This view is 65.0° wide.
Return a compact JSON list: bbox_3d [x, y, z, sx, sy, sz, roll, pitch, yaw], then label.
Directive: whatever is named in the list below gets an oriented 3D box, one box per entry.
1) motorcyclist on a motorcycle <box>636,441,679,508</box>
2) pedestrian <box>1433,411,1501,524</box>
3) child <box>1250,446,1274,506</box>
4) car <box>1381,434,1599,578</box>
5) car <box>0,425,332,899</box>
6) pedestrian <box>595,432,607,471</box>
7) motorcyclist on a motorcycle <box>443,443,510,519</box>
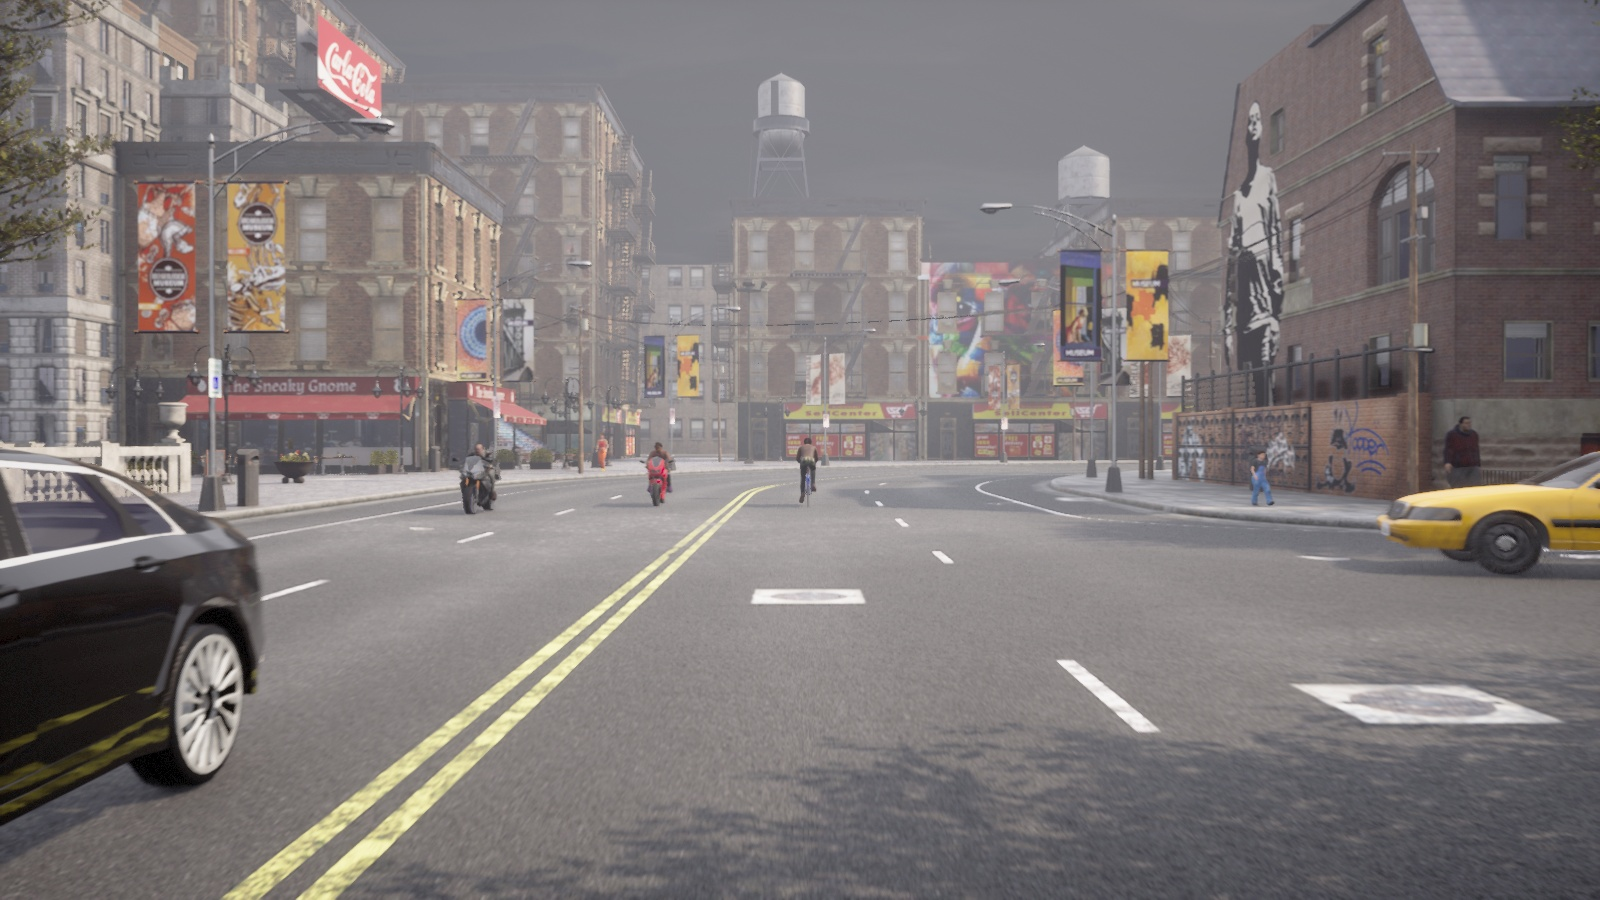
[{"bbox_3d":[-3.332,0.559,29.547,0.797,1.523,2.044,0,0,0],"label":"motorcyclist on a motorcycle"},{"bbox_3d":[11.106,0.287,20.942,0.634,1.844,0.899,0,0,-2],"label":"pedestrian"},{"bbox_3d":[9.766,0.541,26.528,0.270,1.263,0.437,0,0,-15],"label":"child"},{"bbox_3d":[9.757,0.612,14.408,5.366,1.575,1.801,0,0,13],"label":"car"},{"bbox_3d":[-3.472,0.677,4.012,2.128,1.511,4.902,0,0,0],"label":"car"},{"bbox_3d":[-9.285,0.064,58.690,0.345,1.836,0.594,0,0,17],"label":"pedestrian"},{"bbox_3d":[-6.842,0.625,26.674,0.866,1.530,2.191,0,0,0],"label":"motorcyclist on a motorcycle"}]
